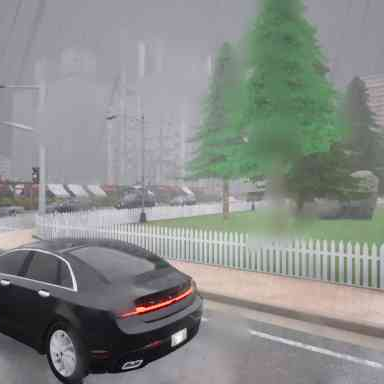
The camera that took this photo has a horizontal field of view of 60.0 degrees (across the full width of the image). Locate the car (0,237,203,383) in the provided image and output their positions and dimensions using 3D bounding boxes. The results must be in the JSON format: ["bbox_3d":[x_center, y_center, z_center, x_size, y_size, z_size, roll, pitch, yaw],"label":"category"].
[{"bbox_3d":[-2.121,1.505,5.440,4.892,1.490,1.837,0,0,36],"label":"car"}]

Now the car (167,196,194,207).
[{"bbox_3d":[-1.834,1.505,53.865,1.837,1.490,4.892,0,0,34],"label":"car"}]

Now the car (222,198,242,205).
[{"bbox_3d":[6.403,1.526,53.270,1.812,1.442,4.674,0,0,34],"label":"car"}]

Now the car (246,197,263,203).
[{"bbox_3d":[11.889,1.221,61.459,2.150,2.045,5.566,0,0,34],"label":"car"}]

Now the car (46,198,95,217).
[{"bbox_3d":[-12.276,1.491,32.092,2.128,1.511,4.902,0,0,34],"label":"car"}]

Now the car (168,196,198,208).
[{"bbox_3d":[-1.101,1.352,48.703,2.097,1.767,4.553,0,0,34],"label":"car"}]

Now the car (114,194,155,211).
[{"bbox_3d":[-6.804,1.221,40.240,2.150,2.045,5.566,0,0,34],"label":"car"}]

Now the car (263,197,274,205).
[{"bbox_3d":[14.987,1.564,59.794,1.994,1.385,4.181,0,0,34],"label":"car"}]

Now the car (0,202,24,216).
[{"bbox_3d":[-17.970,1.601,30.006,1.895,1.301,4.718,0,0,36],"label":"car"}]

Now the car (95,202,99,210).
[{"bbox_3d":[-12.835,1.478,37.538,1.882,1.535,5.008,0,0,34],"label":"car"}]
